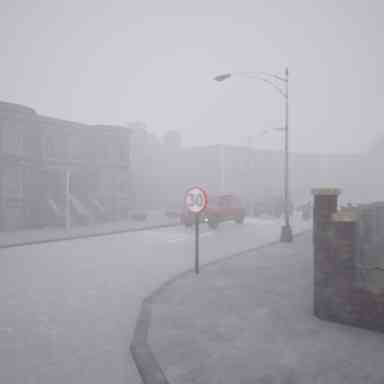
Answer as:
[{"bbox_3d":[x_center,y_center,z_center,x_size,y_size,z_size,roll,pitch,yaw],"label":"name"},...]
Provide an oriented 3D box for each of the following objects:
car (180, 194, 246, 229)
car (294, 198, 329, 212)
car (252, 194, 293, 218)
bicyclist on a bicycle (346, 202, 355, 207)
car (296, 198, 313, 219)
[{"bbox_3d":[1.553,1.173,21.913,2.150,2.045,5.566,0,0,35],"label":"car"},{"bbox_3d":[13.847,1.480,38.433,4.674,1.442,1.812,0,0,-43],"label":"car"},{"bbox_3d":[7.494,1.172,30.411,2.150,2.045,5.566,0,0,34],"label":"car"},{"bbox_3d":[7.881,1.327,16.310,1.656,1.620,0.582,0,0,35],"label":"bicyclist on a bicycle"},{"bbox_3d":[10.597,1.461,27.359,2.128,1.511,4.902,0,0,35],"label":"car"}]
